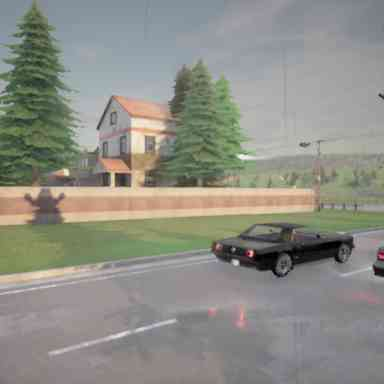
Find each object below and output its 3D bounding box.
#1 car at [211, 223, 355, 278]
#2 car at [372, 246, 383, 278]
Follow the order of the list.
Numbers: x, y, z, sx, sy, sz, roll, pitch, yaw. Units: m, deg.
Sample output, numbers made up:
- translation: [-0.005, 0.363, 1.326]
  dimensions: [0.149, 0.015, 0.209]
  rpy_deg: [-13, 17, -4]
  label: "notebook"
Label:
- translation: [2.968, 1.595, 10.181]
  dimensions: [4.718, 1.301, 1.895]
  rpy_deg: [0, 0, -36]
  label: "car"
- translation: [6.732, 1.540, 8.559]
  dimensions: [5.357, 1.411, 2.033]
  rpy_deg: [0, 0, -36]
  label: "car"
